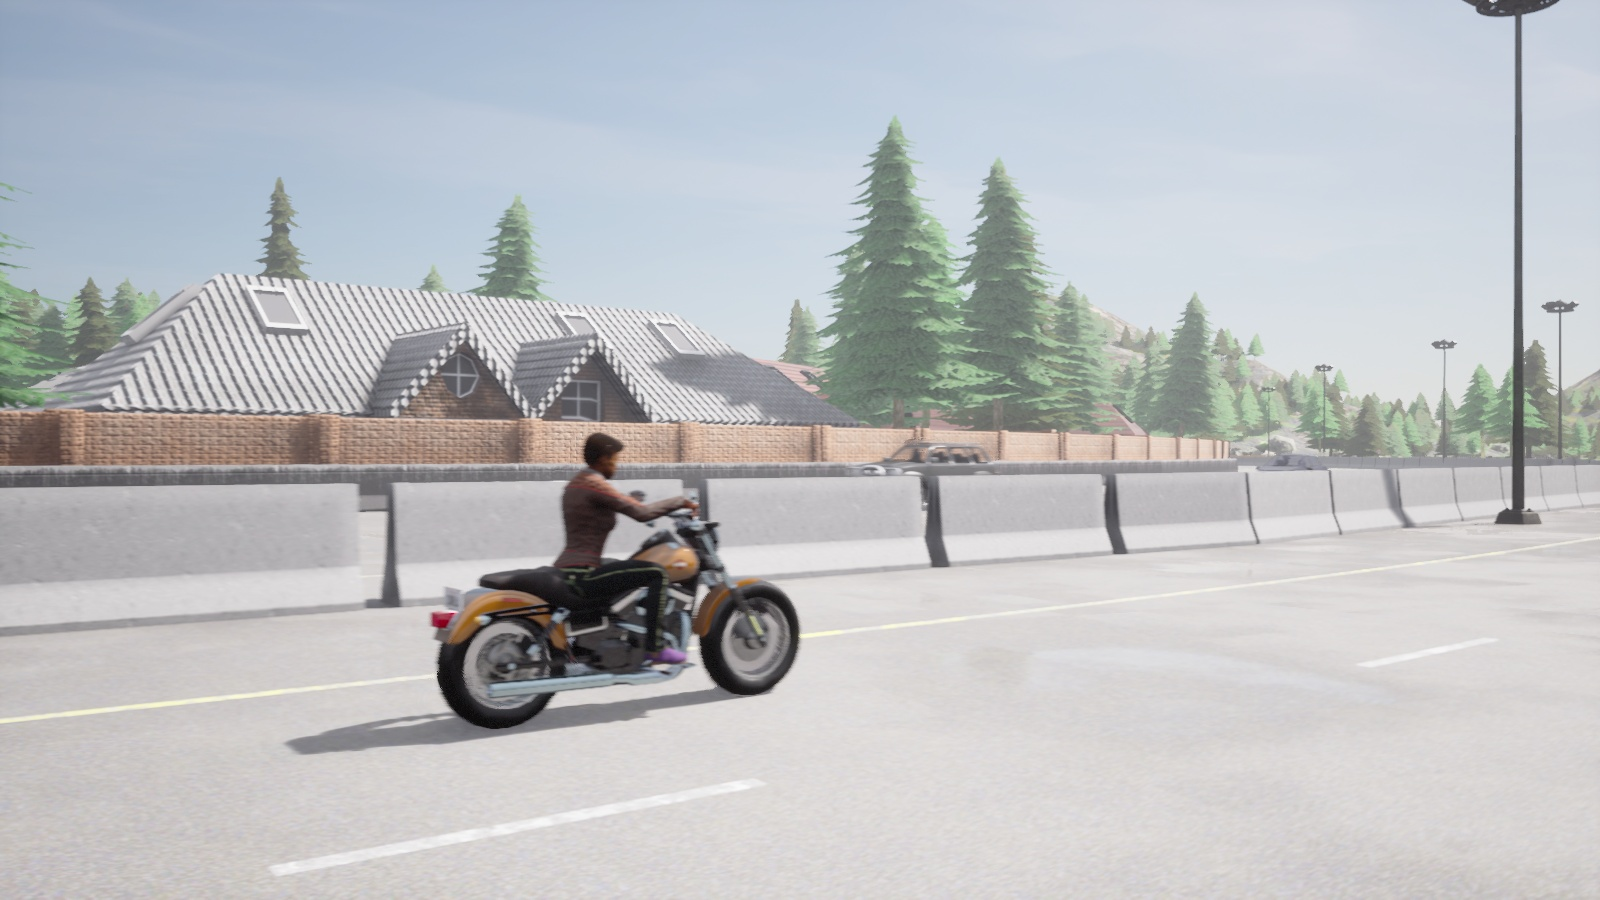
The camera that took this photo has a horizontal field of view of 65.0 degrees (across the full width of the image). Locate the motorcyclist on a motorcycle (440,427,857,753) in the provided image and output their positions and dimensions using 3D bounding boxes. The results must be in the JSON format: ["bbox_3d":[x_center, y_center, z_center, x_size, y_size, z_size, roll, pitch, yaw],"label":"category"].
[{"bbox_3d":[-0.828,0.715,7.373,2.350,1.649,0.766,0,-1,-37],"label":"motorcyclist on a motorcycle"}]

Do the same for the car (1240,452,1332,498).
[{"bbox_3d":[16.617,0.830,42.902,1.845,1.501,3.633,0,0,40],"label":"car"}]

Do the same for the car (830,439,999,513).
[{"bbox_3d":[3.126,0.638,33.588,4.605,1.855,1.932,0,0,-44],"label":"car"}]
